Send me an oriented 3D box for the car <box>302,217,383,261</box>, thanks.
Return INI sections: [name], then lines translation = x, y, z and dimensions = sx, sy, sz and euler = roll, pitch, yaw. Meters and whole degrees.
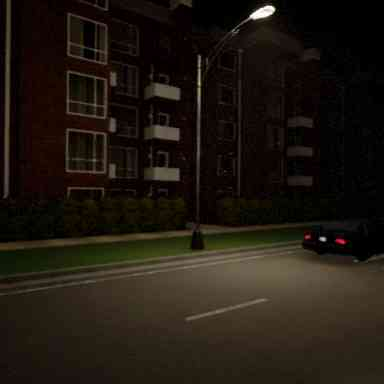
[car]
translation = 6.517, 1.686, 12.805
dimensions = 5.357, 1.411, 2.033
euler = 1, 0, -35
